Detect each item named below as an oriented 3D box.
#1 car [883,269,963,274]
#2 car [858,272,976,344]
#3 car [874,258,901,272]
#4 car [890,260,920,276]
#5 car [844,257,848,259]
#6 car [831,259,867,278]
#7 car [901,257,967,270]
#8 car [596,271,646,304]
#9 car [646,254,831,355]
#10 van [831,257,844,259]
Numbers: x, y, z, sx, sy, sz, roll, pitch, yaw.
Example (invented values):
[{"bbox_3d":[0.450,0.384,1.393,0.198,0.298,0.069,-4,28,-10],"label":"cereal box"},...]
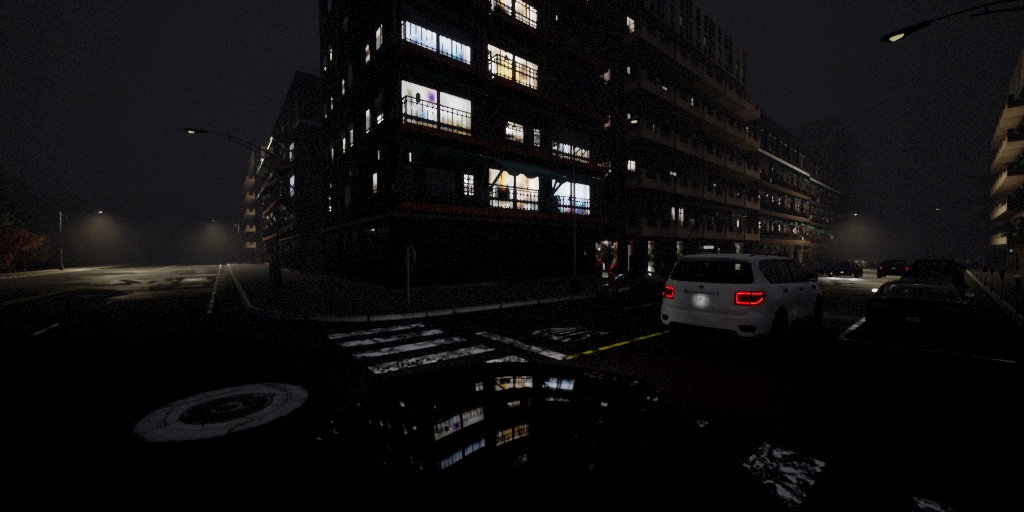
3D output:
[{"bbox_3d":[14.911,1.316,12.865,4.313,1.339,1.948,0,0,-39],"label":"car"},{"bbox_3d":[10.788,1.297,9.500,4.507,1.381,1.888,0,0,-39],"label":"car"},{"bbox_3d":[34.645,1.090,32.336,4.553,1.767,2.097,0,0,-39],"label":"car"},{"bbox_3d":[42.488,1.216,38.765,5.008,1.535,1.882,0,0,-39],"label":"car"},{"bbox_3d":[40.343,1.034,44.454,5.009,1.841,2.192,0,0,-39],"label":"car"},{"bbox_3d":[31.270,1.292,33.559,4.181,1.385,1.994,0,0,-39],"label":"car"},{"bbox_3d":[23.685,1.063,20.027,5.009,1.841,2.192,0,0,-39],"label":"car"},{"bbox_3d":[5.511,1.306,15.969,4.207,1.307,1.802,0,0,-39],"label":"car"},{"bbox_3d":[5.920,0.965,8.993,5.566,2.045,2.150,0,0,-39],"label":"car"},{"bbox_3d":[35.974,1.060,40.852,3.998,1.789,1.690,0,0,-39],"label":"van"}]
